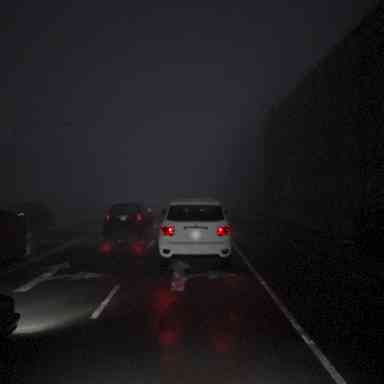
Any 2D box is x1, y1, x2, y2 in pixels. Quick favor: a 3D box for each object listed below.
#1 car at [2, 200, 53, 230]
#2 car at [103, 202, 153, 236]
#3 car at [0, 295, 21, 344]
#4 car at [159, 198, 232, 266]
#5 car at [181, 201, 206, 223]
[{"bbox_3d":[-10.501,1.360,20.768,2.097,1.767,4.553,0,0,0],"label":"car"},{"bbox_3d":[-3.401,1.341,18.577,2.097,1.767,4.553,0,0,0],"label":"car"},{"bbox_3d":[-3.403,1.546,2.357,2.033,1.411,5.357,0,0,0],"label":"car"},{"bbox_3d":[0.100,1.215,11.651,2.150,2.045,5.566,0,0,0],"label":"car"},{"bbox_3d":[0.097,1.512,26.598,1.812,1.442,4.674,0,0,0],"label":"car"}]
